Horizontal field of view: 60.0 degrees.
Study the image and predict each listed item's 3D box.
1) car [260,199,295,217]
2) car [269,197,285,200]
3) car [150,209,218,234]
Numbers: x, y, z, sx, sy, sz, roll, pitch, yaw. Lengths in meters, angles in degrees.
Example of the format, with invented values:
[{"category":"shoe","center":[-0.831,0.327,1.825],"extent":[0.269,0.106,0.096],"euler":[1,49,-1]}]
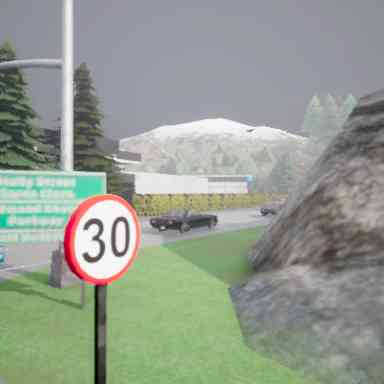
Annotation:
[{"category":"car","center":[8.481,1.708,32.503],"extent":[1.895,1.301,4.718],"euler":[1,0,36]},{"category":"car","center":[10.336,1.432,41.236],"extent":[2.097,1.767,4.553],"euler":[1,0,36]},{"category":"car","center":[-0.323,1.707,20.361],"extent":[1.895,1.301,4.718],"euler":[1,0,36]}]
